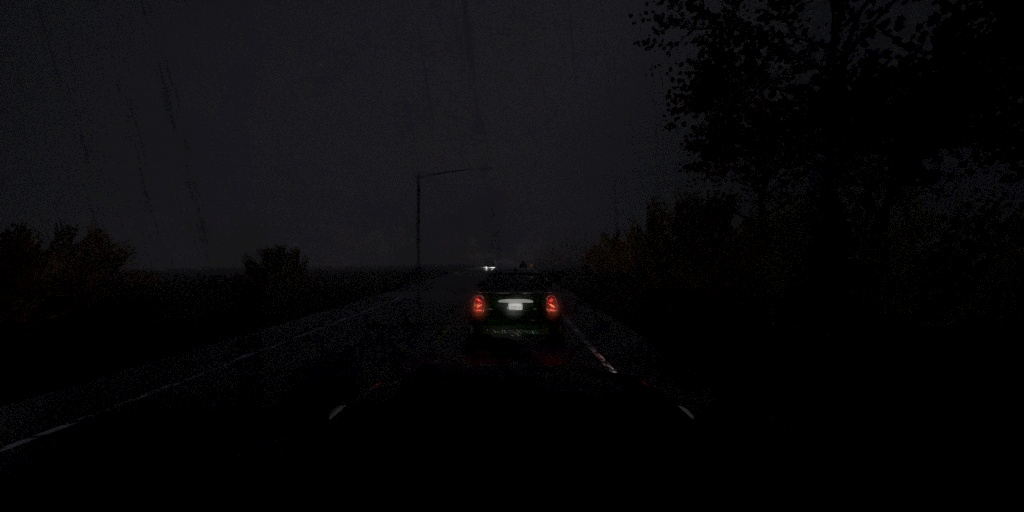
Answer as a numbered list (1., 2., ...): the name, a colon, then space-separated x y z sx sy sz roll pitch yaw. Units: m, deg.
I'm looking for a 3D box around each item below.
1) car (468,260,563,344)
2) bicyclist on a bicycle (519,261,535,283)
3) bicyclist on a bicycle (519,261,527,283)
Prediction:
1. car: 0.073 1.099 9.775 2.097 1.767 4.553 0 0 0
2. bicyclist on a bicycle: 0.905 1.181 17.119 0.866 1.612 1.509 0 0 0
3. bicyclist on a bicycle: 0.843 1.193 27.235 0.582 1.620 1.656 0 0 0
